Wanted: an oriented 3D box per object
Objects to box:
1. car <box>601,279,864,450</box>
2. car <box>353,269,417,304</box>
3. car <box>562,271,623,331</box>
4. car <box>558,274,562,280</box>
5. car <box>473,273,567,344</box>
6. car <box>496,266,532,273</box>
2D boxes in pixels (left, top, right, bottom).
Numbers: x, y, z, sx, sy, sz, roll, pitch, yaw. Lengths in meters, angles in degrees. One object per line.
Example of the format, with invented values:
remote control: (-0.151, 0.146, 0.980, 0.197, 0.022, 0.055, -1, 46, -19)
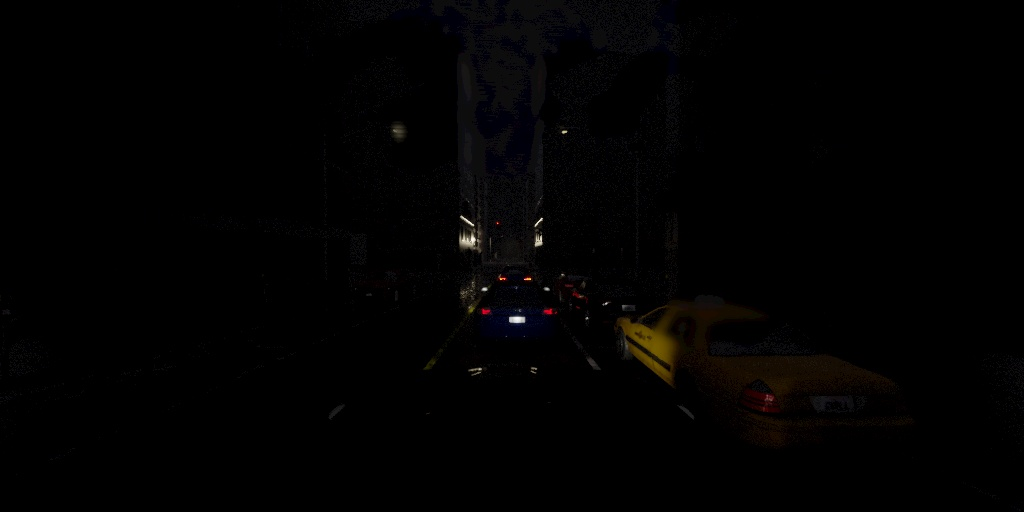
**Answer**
car: (2.876, 1.274, 5.462, 1.751, 1.417, 4.829, 0, 0, 0)
car: (-5.663, 1.290, 16.466, 1.888, 1.381, 4.507, 0, 0, 0)
car: (2.879, 1.313, 10.878, 1.948, 1.339, 4.313, 0, 0, 0)
car: (2.882, 1.327, 16.464, 1.802, 1.307, 4.207, 0, 0, 0)
car: (0.104, 1.312, 9.563, 1.994, 1.385, 4.181, 0, 0, 0)
car: (0.111, 1.270, 19.578, 1.812, 1.442, 4.674, 0, 0, -2)
